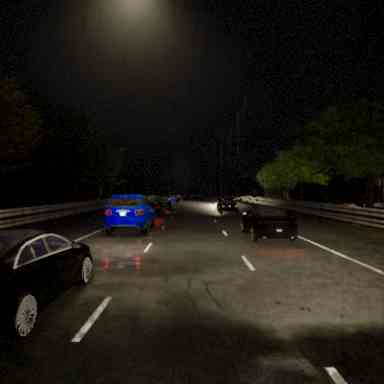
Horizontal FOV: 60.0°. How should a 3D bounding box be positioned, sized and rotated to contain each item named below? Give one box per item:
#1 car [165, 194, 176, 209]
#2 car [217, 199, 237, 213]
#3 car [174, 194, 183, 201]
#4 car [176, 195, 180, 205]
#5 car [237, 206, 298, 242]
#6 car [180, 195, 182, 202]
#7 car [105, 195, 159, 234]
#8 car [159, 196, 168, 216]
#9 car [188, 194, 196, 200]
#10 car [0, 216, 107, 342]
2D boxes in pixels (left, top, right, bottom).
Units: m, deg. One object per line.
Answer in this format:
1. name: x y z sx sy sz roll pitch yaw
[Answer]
1. car: -3.492 1.306 41.331 2.128 1.511 4.902 0 0 0
2. car: 3.607 1.400 34.381 2.033 1.411 5.357 0 0 0
3. car: -3.484 1.438 85.321 2.097 1.767 4.553 0 -1 0
4. car: -3.490 1.143 52.308 2.097 1.767 4.553 0 0 0
5. car: 3.604 1.428 16.186 1.882 1.535 5.008 0 0 0
6. car: -3.488 1.336 63.374 2.163 1.488 4.792 0 0 0
7. car: -3.396 1.158 18.970 2.150 2.045 5.566 0 0 0
8. car: -3.494 1.401 30.327 1.812 1.442 4.674 0 0 0
9. car: 0.018 1.585 93.501 1.812 1.442 4.674 0 -1 0
10. car: -3.398 1.478 6.436 2.128 1.511 4.902 0 0 0
